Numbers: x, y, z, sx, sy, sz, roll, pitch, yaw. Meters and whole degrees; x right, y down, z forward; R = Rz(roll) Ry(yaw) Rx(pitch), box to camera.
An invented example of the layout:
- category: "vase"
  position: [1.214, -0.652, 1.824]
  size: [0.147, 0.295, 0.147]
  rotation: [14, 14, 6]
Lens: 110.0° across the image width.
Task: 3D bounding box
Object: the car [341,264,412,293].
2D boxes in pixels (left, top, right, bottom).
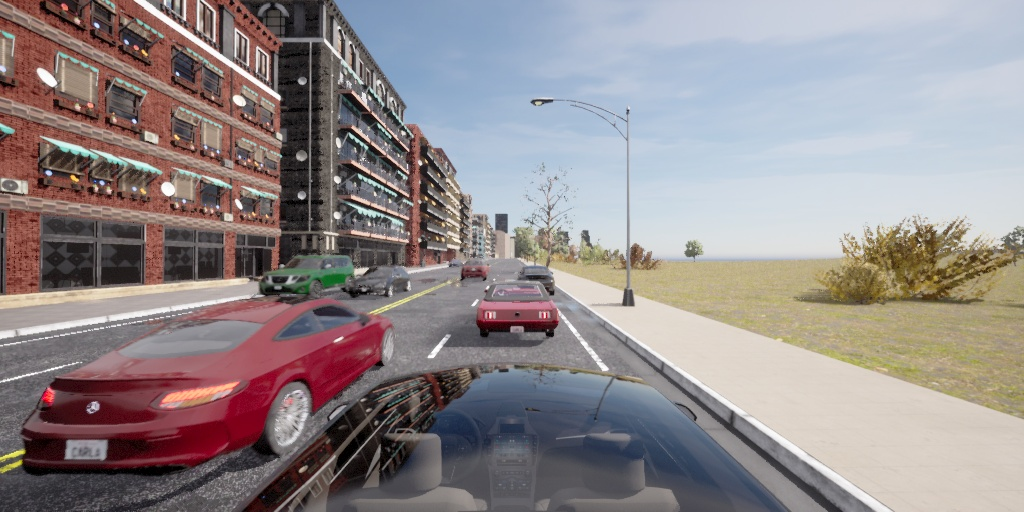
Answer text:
- category: "car"
  position: [-6.528, 1.255, 18.262]
  size: [1.837, 1.490, 4.892]
  rotation: [0, 0, 0]

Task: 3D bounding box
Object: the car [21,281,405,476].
- category: "car"
  position: [-3.139, 1.276, 4.955]
  size: [1.812, 1.442, 4.674]
  rotation: [0, 0, 0]

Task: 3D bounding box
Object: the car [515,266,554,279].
- category: "car"
  position: [1.215, 1.255, 19.424]
  size: [1.837, 1.490, 4.892]
  rotation: [0, 0, 0]

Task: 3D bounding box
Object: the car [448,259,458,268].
- category: "car"
  position: [-9.557, 1.290, 60.925]
  size: [2.033, 1.411, 5.357]
  rotation: [0, 0, 1]

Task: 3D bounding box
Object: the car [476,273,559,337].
- category: "car"
  position: [0.136, 1.351, 10.224]
  size: [1.895, 1.301, 4.718]
  rotation: [0, 0, 0]

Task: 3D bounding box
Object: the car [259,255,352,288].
- category: "car"
  position: [-9.778, 0.971, 17.759]
  size: [2.150, 2.045, 5.566]
  rotation: [0, 0, 0]

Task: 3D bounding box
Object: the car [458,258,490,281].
- category: "car"
  position: [-3.021, 1.100, 30.482]
  size: [2.097, 1.767, 4.553]
  rotation: [0, 0, 0]
